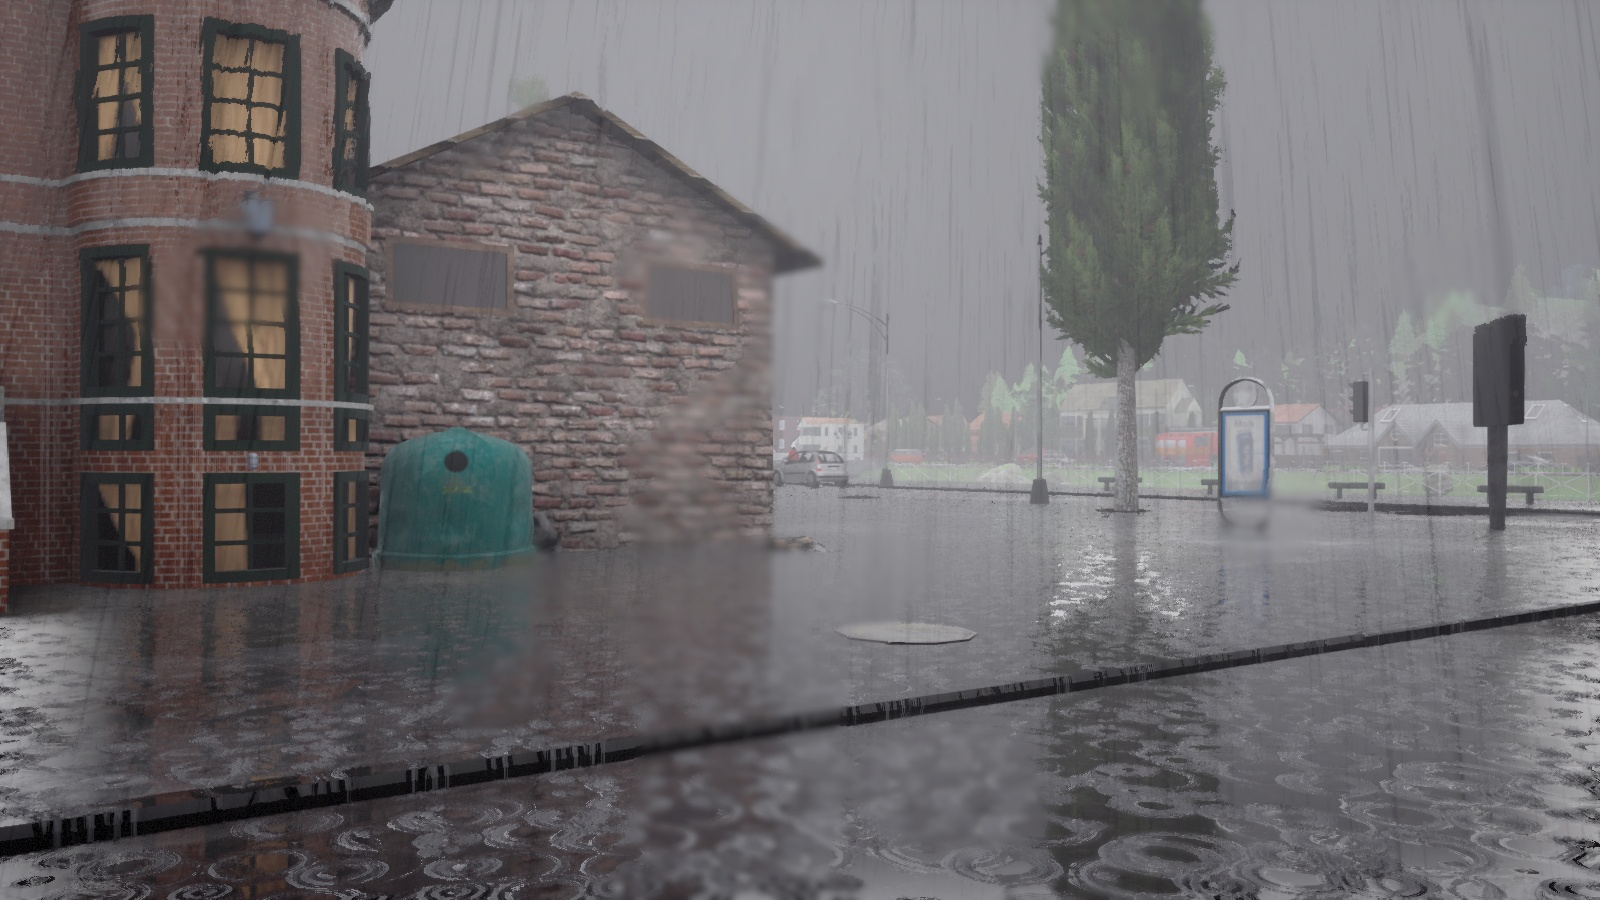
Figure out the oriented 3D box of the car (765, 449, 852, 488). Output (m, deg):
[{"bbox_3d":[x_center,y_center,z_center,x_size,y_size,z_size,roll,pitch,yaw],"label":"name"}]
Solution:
[{"bbox_3d":[0.313,0.777,55.039,1.851,1.617,3.988,0,0,-35],"label":"car"}]
